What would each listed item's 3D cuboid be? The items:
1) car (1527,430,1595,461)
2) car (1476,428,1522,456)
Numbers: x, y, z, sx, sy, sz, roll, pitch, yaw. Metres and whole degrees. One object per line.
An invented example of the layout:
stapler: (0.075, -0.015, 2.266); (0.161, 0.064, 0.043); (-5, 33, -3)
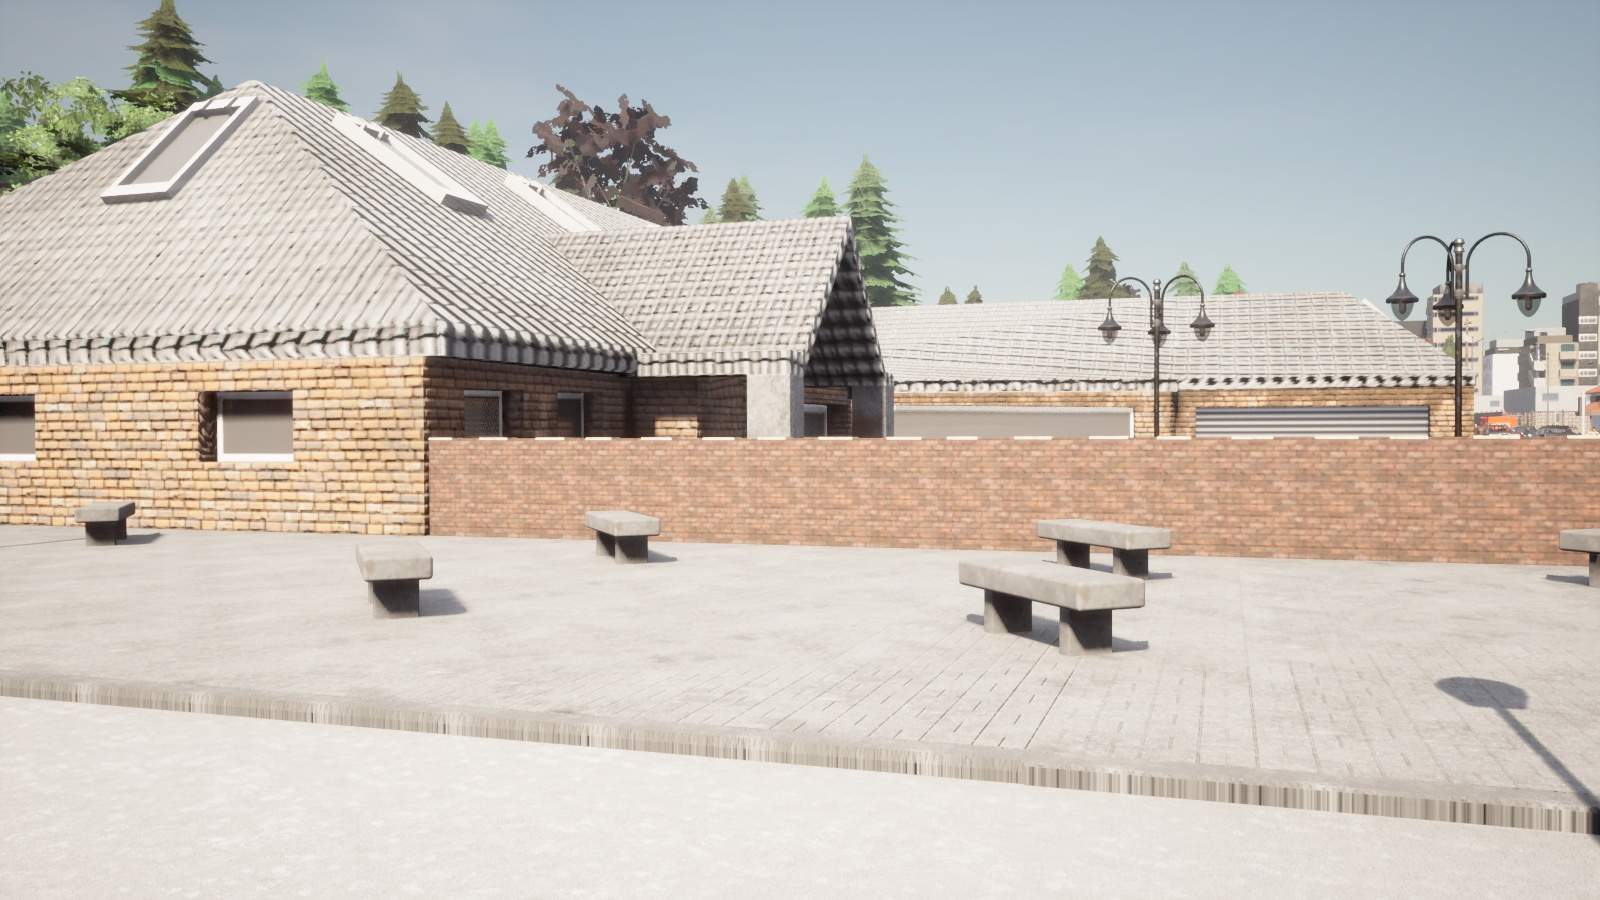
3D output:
car: (42.318, -0.290, 69.938); (2.242, 1.667, 4.611); (1, 1, 19)
car: (47.662, -0.551, 85.748); (1.932, 1.855, 4.605); (1, 1, 18)
